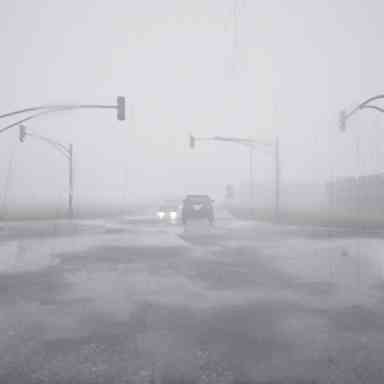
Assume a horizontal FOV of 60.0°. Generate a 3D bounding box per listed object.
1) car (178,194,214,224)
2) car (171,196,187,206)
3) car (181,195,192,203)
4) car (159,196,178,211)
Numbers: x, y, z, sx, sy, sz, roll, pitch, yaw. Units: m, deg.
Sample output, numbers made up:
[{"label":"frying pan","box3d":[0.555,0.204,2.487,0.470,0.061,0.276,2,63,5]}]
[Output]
[{"label":"car","box3d":[0.425,1.180,24.494,2.150,2.045,5.566,0,0,1]},{"label":"car","box3d":[-2.075,1.390,53.319,2.128,1.511,4.902,0,0,3]},{"label":"car","box3d":[-1.026,1.396,68.612,1.812,1.442,4.674,0,1,4]},{"label":"car","box3d":[-2.743,1.531,39.961,1.895,1.301,4.718,0,0,3]}]
